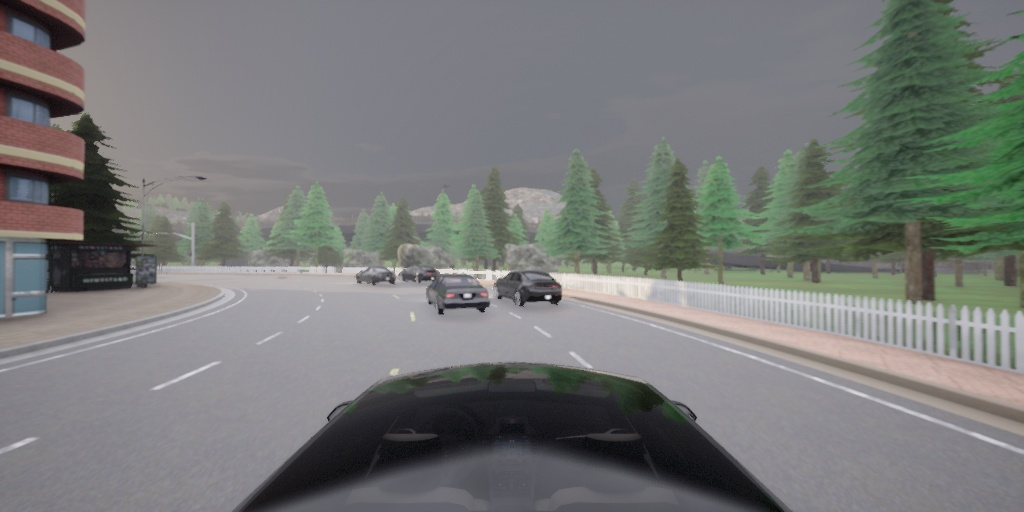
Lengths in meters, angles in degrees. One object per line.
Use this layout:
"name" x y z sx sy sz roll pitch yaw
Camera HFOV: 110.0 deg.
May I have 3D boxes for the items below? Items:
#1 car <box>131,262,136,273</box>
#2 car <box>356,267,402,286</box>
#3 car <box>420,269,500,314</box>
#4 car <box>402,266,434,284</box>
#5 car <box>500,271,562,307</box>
"car" -46.357 1.505 42.270 5.566 2.045 2.150 -1 -1 17
"car" -11.095 1.590 29.182 1.812 1.442 4.674 1 -1 -43
"car" -2.358 1.441 14.717 2.033 1.411 5.357 0 -1 -19
"car" -8.108 1.586 31.112 1.837 1.490 4.892 1 0 -42
"car" 0.588 1.415 16.719 1.837 1.490 4.892 0 0 -21
